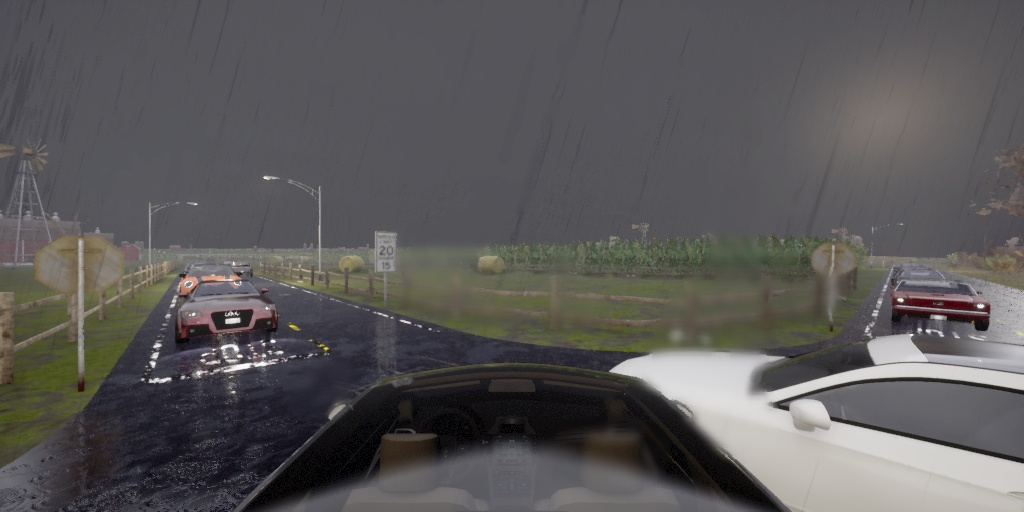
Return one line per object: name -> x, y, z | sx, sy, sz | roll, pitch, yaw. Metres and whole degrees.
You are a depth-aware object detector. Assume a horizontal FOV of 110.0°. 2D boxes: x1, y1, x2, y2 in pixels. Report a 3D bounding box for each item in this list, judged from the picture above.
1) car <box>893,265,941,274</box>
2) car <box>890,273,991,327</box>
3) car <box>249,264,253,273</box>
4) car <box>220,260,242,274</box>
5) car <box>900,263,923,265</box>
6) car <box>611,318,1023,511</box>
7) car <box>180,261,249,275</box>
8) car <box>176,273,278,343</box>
car -> 20.551, 1.365, 18.075 | 5.357, 1.411, 2.033 | 0, 1, -43
car -> 13.490, 1.399, 11.494 | 4.718, 1.301, 1.895 | 0, 1, -43
car -> -27.070, 1.284, 35.631 | 2.128, 1.511, 4.902 | 0, 0, -42
car -> -33.809, 1.306, 43.072 | 1.837, 1.490, 4.892 | 0, 0, -42
car -> 27.290, 1.403, 24.346 | 4.181, 1.385, 1.994 | 0, 1, -43
car -> 2.833, 1.294, 2.405 | 1.812, 1.442, 4.674 | 0, 1, -44
car -> -13.757, 1.141, 16.435 | 2.097, 1.767, 4.553 | 0, 0, -42
car -> -7.965, 1.355, 9.966 | 1.994, 1.385, 4.181 | 0, 0, -43
